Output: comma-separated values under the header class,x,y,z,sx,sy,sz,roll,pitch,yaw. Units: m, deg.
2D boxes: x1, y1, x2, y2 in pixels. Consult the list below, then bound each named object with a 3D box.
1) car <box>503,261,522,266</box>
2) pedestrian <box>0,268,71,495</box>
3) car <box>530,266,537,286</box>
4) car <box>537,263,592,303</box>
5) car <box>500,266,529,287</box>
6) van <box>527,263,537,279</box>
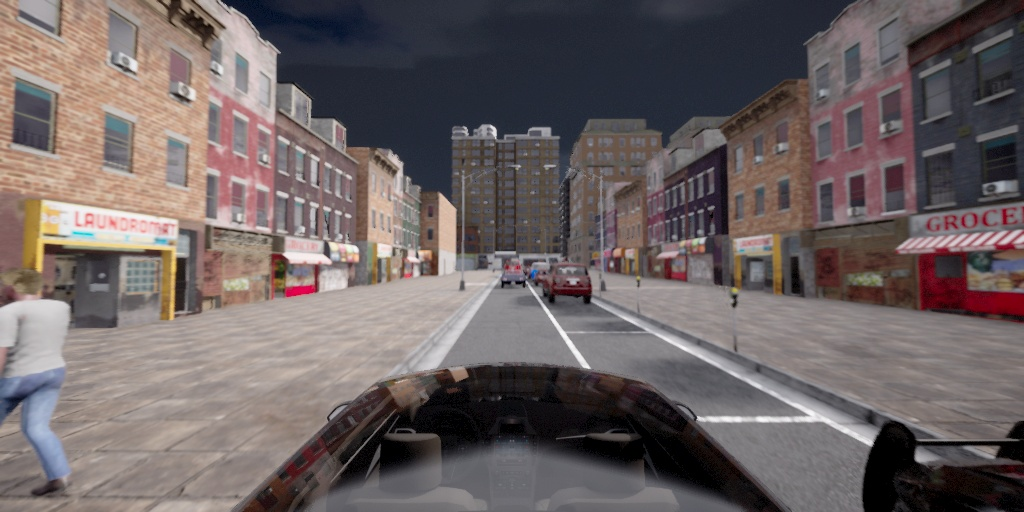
class,x,y,z,sx,sy,sz,roll,pitch,yaw
car,0.092,1.599,44.592,2.150,2.045,5.566,0,-1,0
pedestrian,-3.918,0.906,2.813,0.375,1.860,0.375,1,-2,0
car,2.642,1.705,28.868,1.802,1.307,4.207,0,0,0
car,2.641,1.279,17.994,2.192,1.841,5.009,0,0,0
car,0.092,1.712,28.072,1.895,1.301,4.718,0,-1,0
van,2.643,1.548,34.305,1.690,1.789,3.998,0,0,0
